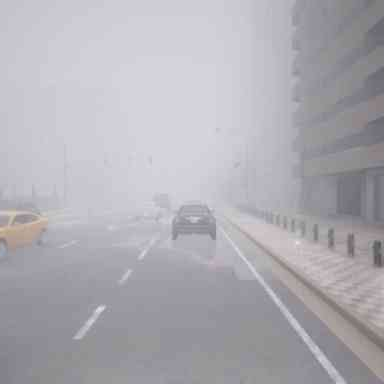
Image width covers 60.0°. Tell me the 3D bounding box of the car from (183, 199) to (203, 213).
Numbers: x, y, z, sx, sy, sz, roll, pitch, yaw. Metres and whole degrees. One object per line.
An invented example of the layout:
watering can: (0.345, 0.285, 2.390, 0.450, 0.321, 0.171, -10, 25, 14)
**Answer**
car: (0.091, 1.507, 36.504, 1.994, 1.385, 4.181, 0, 0, 0)

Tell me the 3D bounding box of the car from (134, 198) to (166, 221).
car: (-3.443, 1.484, 26.777, 1.812, 1.442, 4.674, 0, 0, 0)

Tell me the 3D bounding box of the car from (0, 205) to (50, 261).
car: (-7.040, 1.459, 12.305, 1.882, 1.535, 5.008, 0, 0, 0)

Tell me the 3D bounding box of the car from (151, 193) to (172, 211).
car: (-3.598, 1.157, 38.924, 2.150, 2.045, 5.566, 0, 0, -3)

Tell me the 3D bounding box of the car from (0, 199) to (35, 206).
car: (-10.501, 1.322, 19.189, 2.097, 1.767, 4.553, 0, 0, 0)

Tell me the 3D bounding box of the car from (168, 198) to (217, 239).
car: (0.099, 1.324, 17.243, 2.097, 1.767, 4.553, 0, 0, 0)
